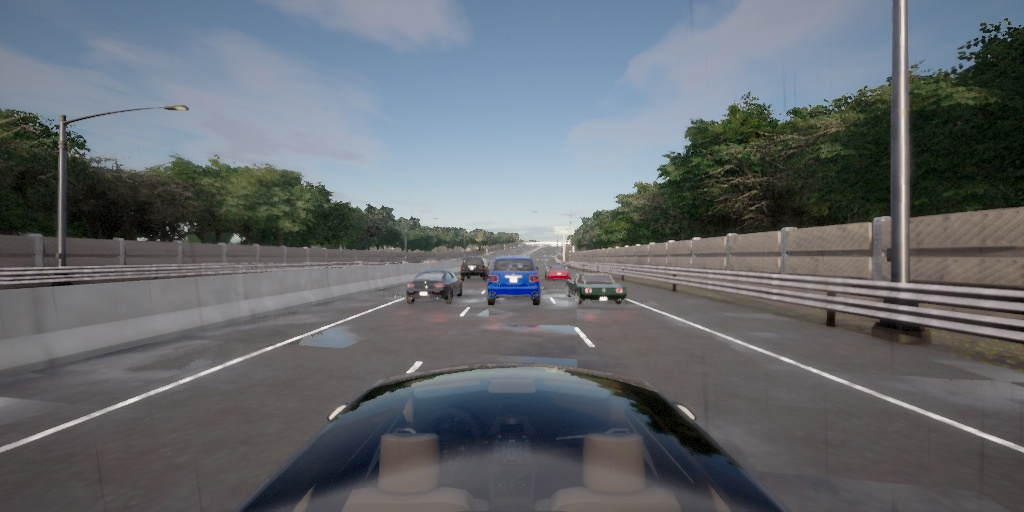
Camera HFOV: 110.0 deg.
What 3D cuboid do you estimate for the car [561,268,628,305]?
[{"bbox_3d":[3.592,1.388,16.179,1.895,1.301,4.718,0,0,1],"label":"car"}]

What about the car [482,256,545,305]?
[{"bbox_3d":[0.092,1.029,16.223,2.150,2.045,5.566,0,0,1],"label":"car"}]

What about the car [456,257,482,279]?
[{"bbox_3d":[-3.126,1.096,31.201,2.150,2.045,5.566,0,0,1],"label":"car"}]

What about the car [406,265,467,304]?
[{"bbox_3d":[-3.408,1.304,16.237,1.812,1.442,4.674,0,0,1],"label":"car"}]

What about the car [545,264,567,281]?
[{"bbox_3d":[3.872,1.413,30.995,1.994,1.385,4.181,0,0,1],"label":"car"}]
